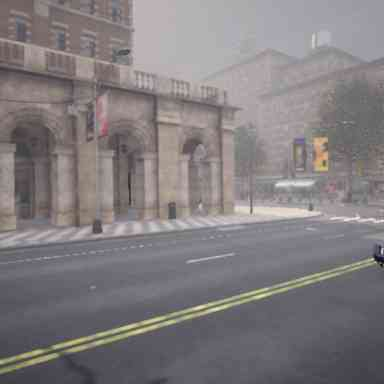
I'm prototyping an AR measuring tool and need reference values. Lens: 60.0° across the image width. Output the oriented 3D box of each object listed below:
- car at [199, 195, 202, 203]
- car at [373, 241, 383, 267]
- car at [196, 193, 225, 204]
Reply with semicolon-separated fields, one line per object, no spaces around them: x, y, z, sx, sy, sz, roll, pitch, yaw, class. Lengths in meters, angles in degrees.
0.491;1.154;50.106;1.895;1.301;4.718;-1;1;-36;car
6.864;1.440;8.833;4.718;1.301;1.895;-1;1;-36;car
2.861;0.989;52.214;1.882;1.535;5.008;-1;1;-36;car
